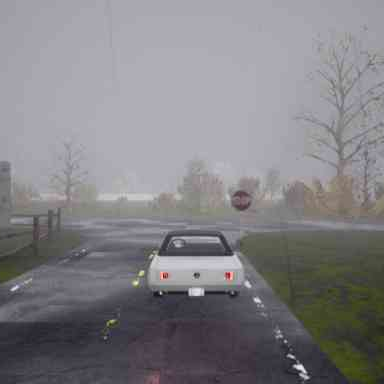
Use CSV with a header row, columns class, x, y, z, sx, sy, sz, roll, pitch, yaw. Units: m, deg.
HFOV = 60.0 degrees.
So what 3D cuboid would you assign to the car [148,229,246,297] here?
class,x,y,z,sx,sy,sz,roll,pitch,yaw
car,0.067,1.609,8.530,1.895,1.301,4.718,0,0,-1
